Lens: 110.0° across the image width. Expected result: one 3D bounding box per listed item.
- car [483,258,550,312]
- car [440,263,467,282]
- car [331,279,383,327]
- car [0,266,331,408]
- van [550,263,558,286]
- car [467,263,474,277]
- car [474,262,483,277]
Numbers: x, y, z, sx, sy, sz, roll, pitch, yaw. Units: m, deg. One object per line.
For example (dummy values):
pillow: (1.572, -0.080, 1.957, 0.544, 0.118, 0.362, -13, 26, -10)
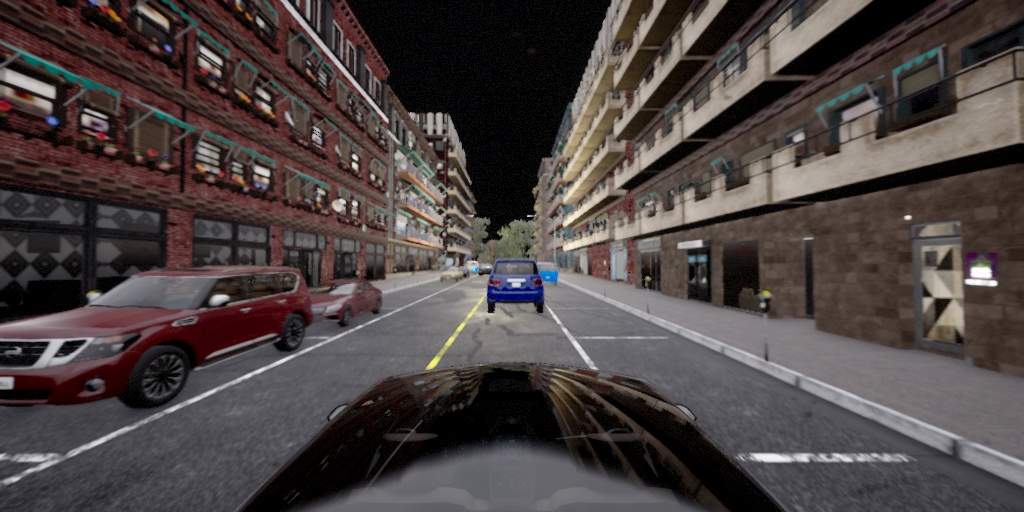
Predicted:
car: (0.096, 1.131, 15.265, 2.150, 2.045, 5.566, 0, -1, -1)
car: (-5.698, 1.658, 34.175, 1.751, 1.417, 4.829, 0, 0, 0)
car: (-5.692, 1.454, 12.063, 1.802, 1.307, 4.207, 0, 0, 0)
car: (-5.690, 1.121, 6.492, 2.192, 1.841, 5.009, 0, 0, 0)
van: (2.687, 1.408, 28.737, 1.690, 1.789, 3.998, 0, 0, 0)
car: (-5.700, 1.764, 39.916, 1.948, 1.339, 4.313, 0, 0, 0)
car: (-3.047, 1.793, 43.917, 2.033, 1.411, 5.357, 0, -1, 0)
